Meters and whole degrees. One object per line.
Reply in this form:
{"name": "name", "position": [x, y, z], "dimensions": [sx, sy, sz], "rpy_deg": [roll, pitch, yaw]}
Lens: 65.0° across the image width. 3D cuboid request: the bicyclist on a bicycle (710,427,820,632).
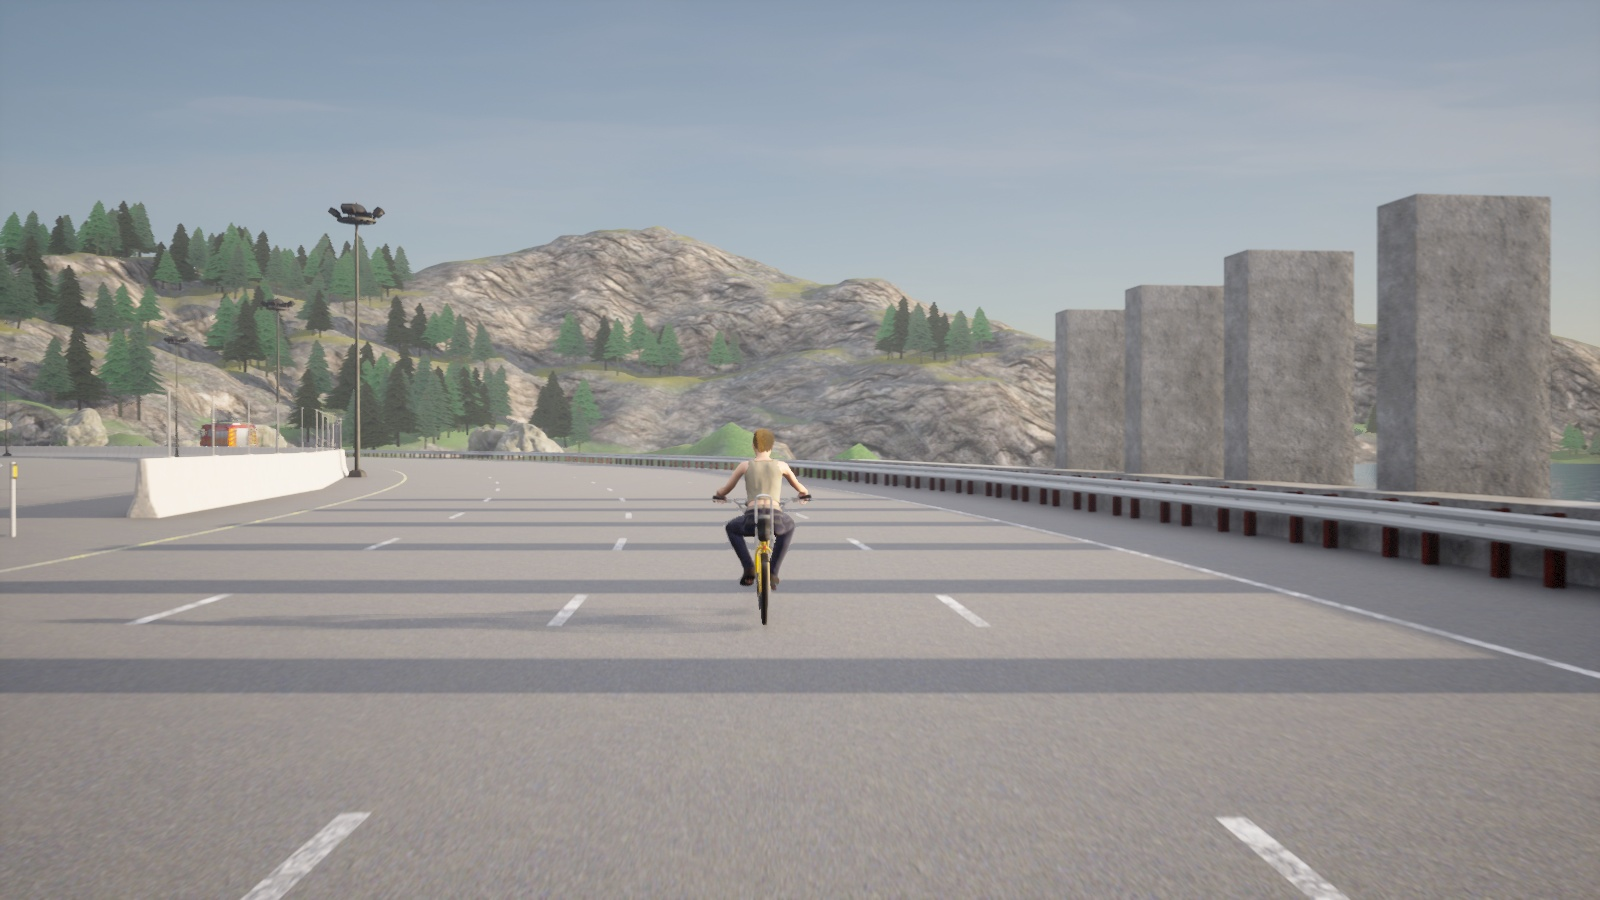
{"name": "bicyclist on a bicycle", "position": [-0.314, 0.622, 10.652], "dimensions": [0.866, 1.612, 1.509], "rpy_deg": [0, 0, -3]}
